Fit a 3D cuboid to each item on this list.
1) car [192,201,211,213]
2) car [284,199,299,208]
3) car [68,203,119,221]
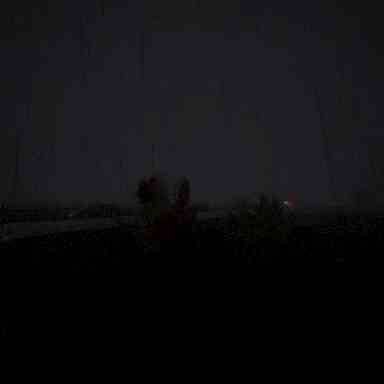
[{"bbox_3d":[0.460,1.894,42.127,1.882,1.535,5.008,-1,-1,36],"label":"car"},{"bbox_3d":[17.662,1.978,59.851,2.097,1.767,4.553,-1,-1,36],"label":"car"},{"bbox_3d":[-8.617,1.751,29.539,1.837,1.490,4.892,-1,-1,36],"label":"car"}]
